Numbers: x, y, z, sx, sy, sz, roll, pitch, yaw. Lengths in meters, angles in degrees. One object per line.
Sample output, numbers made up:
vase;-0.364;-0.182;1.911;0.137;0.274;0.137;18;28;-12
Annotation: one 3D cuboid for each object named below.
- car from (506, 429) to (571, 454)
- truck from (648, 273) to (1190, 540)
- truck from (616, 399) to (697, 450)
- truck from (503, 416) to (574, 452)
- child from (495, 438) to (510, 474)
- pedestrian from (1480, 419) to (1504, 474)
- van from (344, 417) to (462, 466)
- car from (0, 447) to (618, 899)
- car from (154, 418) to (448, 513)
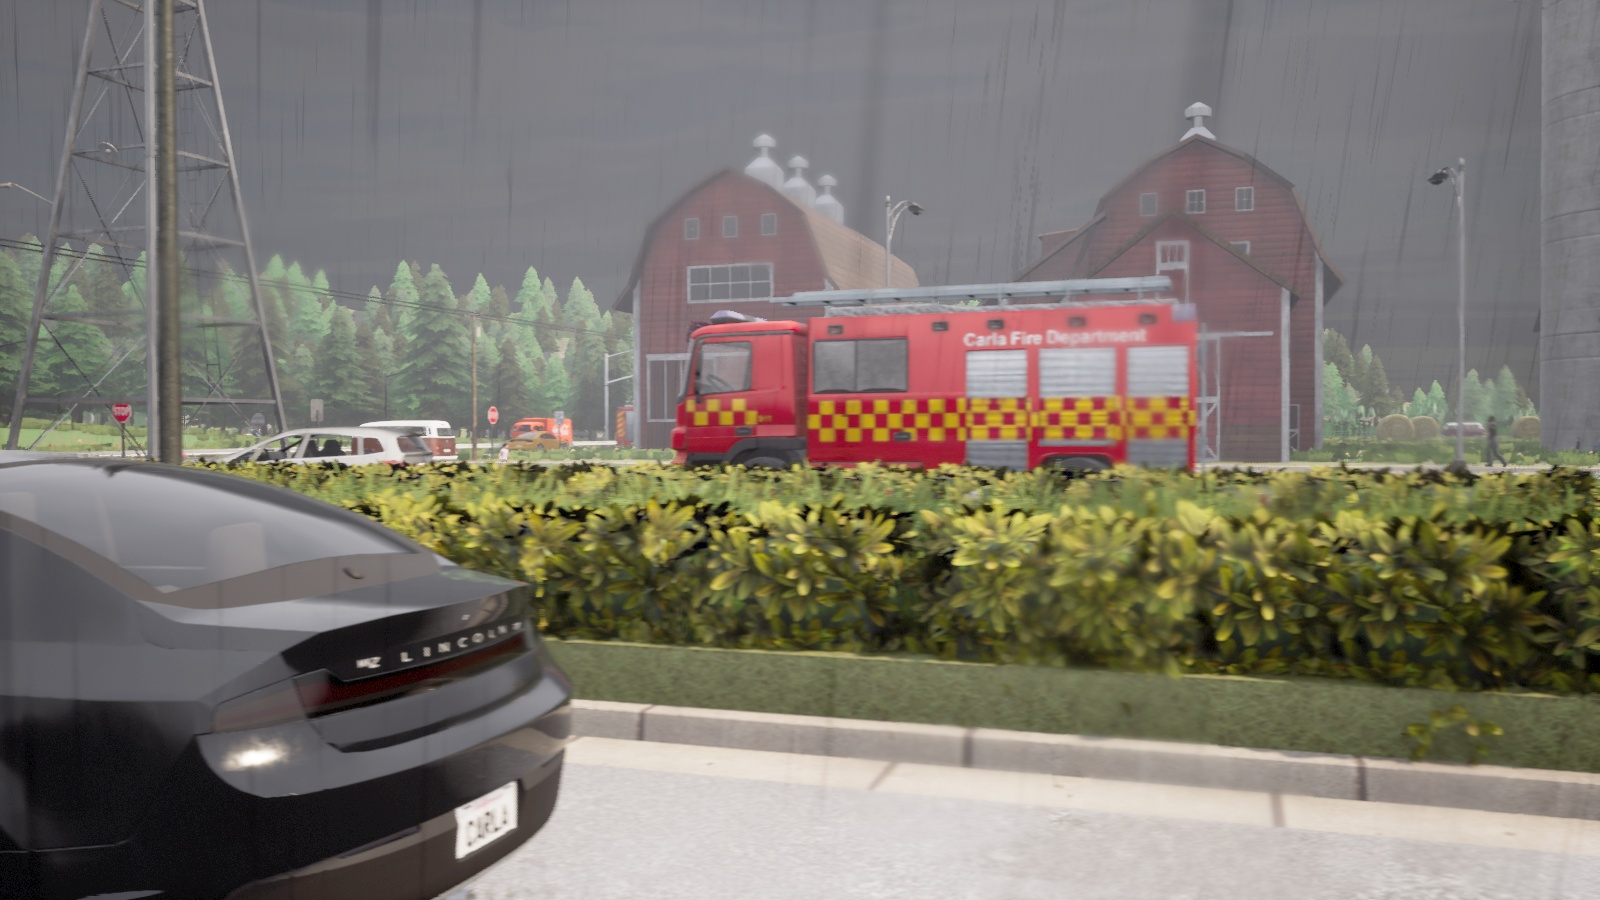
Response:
car;-16.897;-0.562;81.382;1.882;1.535;5.008;1;1;19
truck;1.973;-0.665;20.747;8.468;3.827;2.891;0;1;18
truck;-11.129;-1.954;98.193;2.891;3.827;8.468;1;1;19
truck;-18.280;-1.140;88.132;2.627;2.467;5.204;1;1;19
child;-9.448;0.187;39.906;0.394;1.110;0.255;1;1;29
pedestrian;24.492;-0.138;44.464;0.666;1.930;0.402;1;1;18
van;-17.118;-0.378;54.135;4.480;2.038;2.069;1;1;18
car;-3.245;0.750;4.285;4.892;1.490;1.837;0;1;19
car;-9.258;0.258;23.605;4.611;1.667;2.242;0;1;3
